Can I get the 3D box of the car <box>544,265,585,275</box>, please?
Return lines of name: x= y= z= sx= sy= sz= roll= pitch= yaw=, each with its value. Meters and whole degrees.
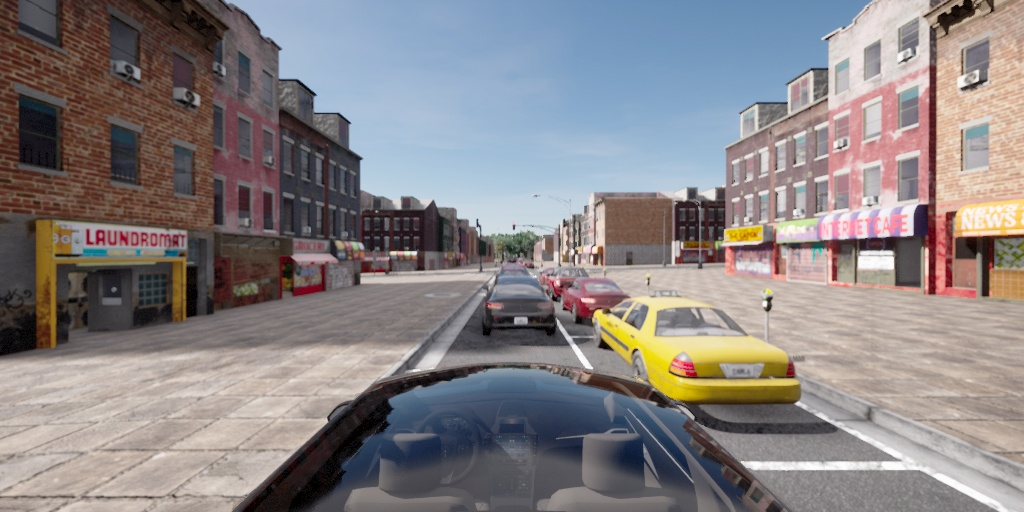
car: x=2.642 y=1.209 z=17.182 sx=1.967 sy=1.591 sz=4.097 roll=0 pitch=0 yaw=0

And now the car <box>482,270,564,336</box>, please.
car: x=0.122 y=1.285 z=10.300 sx=1.812 sy=1.442 sz=4.674 roll=0 pitch=0 yaw=-2

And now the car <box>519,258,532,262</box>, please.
car: x=2.659 y=1.369 z=59.989 sx=1.967 sy=1.591 sz=4.097 roll=0 pitch=0 yaw=0

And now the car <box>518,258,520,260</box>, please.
car: x=2.661 y=1.274 z=65.391 sx=2.192 sy=1.841 sz=5.009 roll=0 pitch=0 yaw=0

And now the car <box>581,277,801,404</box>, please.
car: x=2.638 y=1.279 z=6.419 sx=1.751 sy=1.417 sz=4.829 roll=0 pitch=0 yaw=0

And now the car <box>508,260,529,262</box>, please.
car: x=0.075 y=1.272 z=27.615 sx=1.882 sy=1.535 sz=5.008 roll=0 pitch=0 yaw=0

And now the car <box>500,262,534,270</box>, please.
car: x=0.094 y=1.263 z=18.054 sx=2.128 sy=1.511 sz=4.902 roll=0 pitch=0 yaw=0

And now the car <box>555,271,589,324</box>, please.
car: x=2.640 y=1.343 z=11.716 sx=1.802 sy=1.307 sz=4.207 roll=0 pitch=0 yaw=0
